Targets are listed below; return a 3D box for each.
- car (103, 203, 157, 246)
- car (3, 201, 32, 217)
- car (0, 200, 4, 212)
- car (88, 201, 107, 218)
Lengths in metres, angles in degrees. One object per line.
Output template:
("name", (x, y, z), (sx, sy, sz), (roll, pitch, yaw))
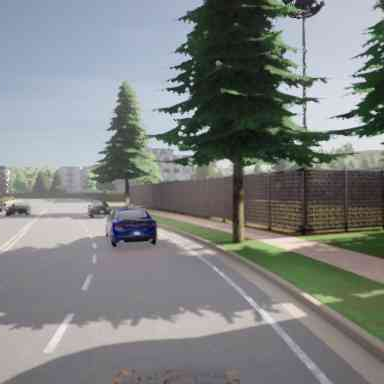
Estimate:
("car", (-2.920, 1.489, 15.511), (1.882, 1.535, 5.008), (0, 0, -18))
("car", (-17.048, 1.705, 32.949), (1.895, 1.301, 4.718), (0, 0, -21))
("car", (-23.707, 1.696, 40.644), (2.033, 1.411, 5.357), (0, 0, -21))
("car", (-8.669, 1.569, 31.168), (1.812, 1.442, 4.674), (0, 0, -21))
